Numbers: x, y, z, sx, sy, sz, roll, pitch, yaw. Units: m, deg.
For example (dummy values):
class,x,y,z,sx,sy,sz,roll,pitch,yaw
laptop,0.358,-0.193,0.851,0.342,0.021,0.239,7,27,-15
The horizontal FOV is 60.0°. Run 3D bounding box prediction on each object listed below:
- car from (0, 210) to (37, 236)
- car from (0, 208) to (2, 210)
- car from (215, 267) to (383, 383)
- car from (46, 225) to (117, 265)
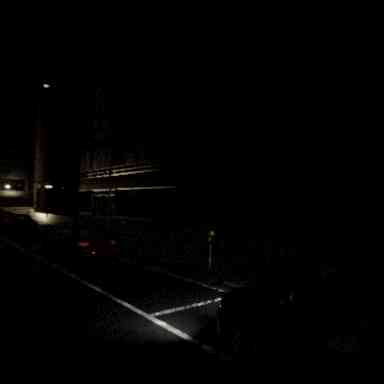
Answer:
class,x,y,z,sx,sy,sz,roll,pitch,yaw
car,-11.406,2.086,21.825,1.802,1.307,4.206,2,-2,-38
car,-14.915,2.169,26.235,1.802,1.307,4.206,2,-2,-38
car,2.332,1.669,3.911,1.837,1.490,4.892,2,-2,-38
car,-4.388,1.922,13.004,1.802,1.307,4.206,2,-2,-38
